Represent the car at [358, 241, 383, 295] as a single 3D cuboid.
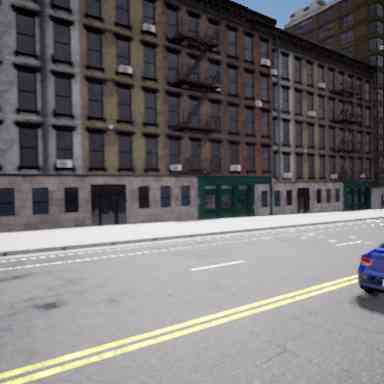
[{"bbox_3d":[5.474,1.510,7.345,4.674,1.442,1.812,0,0,-36],"label":"car"}]
